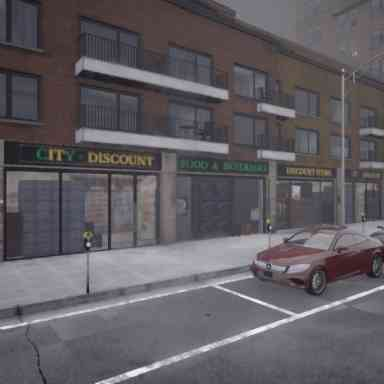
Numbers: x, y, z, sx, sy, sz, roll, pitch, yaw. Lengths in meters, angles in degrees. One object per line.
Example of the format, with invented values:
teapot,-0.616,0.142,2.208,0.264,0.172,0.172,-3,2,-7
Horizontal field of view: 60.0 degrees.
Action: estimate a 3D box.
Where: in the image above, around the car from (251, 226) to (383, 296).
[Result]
car,3.394,1.582,8.598,4.206,1.307,1.802,0,0,-35
